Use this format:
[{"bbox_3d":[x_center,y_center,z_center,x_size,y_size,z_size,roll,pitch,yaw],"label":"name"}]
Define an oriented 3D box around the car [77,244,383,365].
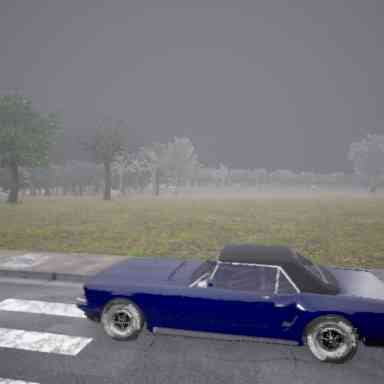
[{"bbox_3d":[0.652,1.555,5.405,4.718,1.301,1.895,0,1,12],"label":"car"}]
